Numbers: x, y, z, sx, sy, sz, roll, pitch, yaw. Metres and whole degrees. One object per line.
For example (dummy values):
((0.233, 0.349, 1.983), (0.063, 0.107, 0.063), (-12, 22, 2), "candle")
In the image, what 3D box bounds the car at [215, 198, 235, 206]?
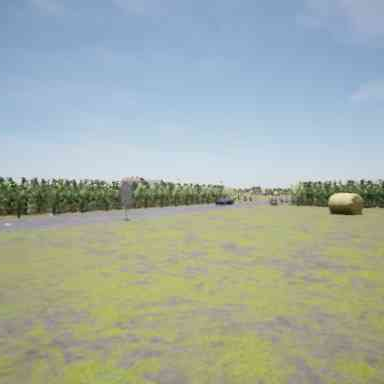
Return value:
((5.895, 1.755, 59.823), (1.895, 1.301, 4.718), (-1, 0, 31), "car")
